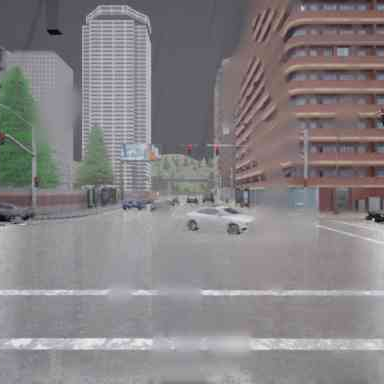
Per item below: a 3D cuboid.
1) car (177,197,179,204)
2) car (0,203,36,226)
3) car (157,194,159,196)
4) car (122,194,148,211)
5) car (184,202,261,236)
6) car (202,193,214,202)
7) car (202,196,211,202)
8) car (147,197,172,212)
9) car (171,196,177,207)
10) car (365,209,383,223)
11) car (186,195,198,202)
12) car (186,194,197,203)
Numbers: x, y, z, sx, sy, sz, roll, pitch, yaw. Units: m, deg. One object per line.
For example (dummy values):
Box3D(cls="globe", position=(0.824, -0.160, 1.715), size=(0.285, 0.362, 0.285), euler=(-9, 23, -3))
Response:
Box3D(cls="car", position=(-3.609, 1.547, 66.306), size=(2.033, 1.411, 5.357), euler=(0, 0, 1))
Box3D(cls="car", position=(-13.208, 1.459, 22.364), size=(4.902, 1.511, 2.128), euler=(1, 1, -16))
Box3D(cls="car", position=(-7.143, 1.547, 60.523), size=(2.033, 1.411, 5.357), euler=(0, 0, 0))
Box3D(cls="car", position=(-7.153, 1.220, 41.467), size=(2.150, 2.045, 5.566), euler=(0, 0, 0))
Box3D(cls="car", position=(1.548, 1.505, 18.409), size=(4.674, 1.442, 1.812), euler=(0, 1, 44))
Box3D(cls="car", position=(3.410, 1.221, 68.701), size=(2.150, 2.045, 5.566), euler=(0, 0, 0))
Box3D(cls="car", position=(3.397, 1.576, 78.268), size=(1.895, 1.301, 4.718), euler=(0, 0, 0))
Box3D(cls="car", position=(-3.648, 1.526, 38.278), size=(1.812, 1.442, 4.674), euler=(0, 0, 0))
Box3D(cls="car", position=(-3.661, 1.526, 51.141), size=(1.812, 1.442, 4.674), euler=(0, 0, 0))
Box3D(cls="car", position=(15.001, 1.492, 23.271), size=(5.357, 1.411, 2.033), euler=(0, 0, -12))
Box3D(cls="car", position=(0.024, 1.477, 59.495), size=(1.882, 1.535, 5.008), euler=(0, 0, 0))
Box3D(cls="car", position=(-0.091, 1.352, 69.487), size=(2.097, 1.767, 4.553), euler=(0, 0, 0))
